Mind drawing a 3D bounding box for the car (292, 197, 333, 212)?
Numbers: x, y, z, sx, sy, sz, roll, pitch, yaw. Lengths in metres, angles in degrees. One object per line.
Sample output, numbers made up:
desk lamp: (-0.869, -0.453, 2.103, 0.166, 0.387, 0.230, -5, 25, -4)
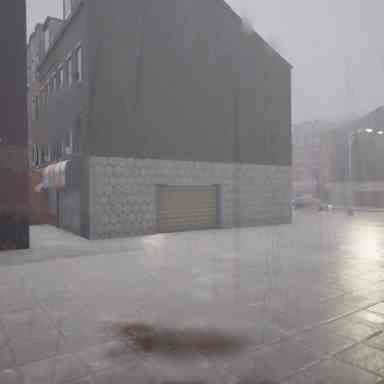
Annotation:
car: (12.338, 1.290, 35.057, 2.128, 1.511, 4.902, -1, 1, -35)
